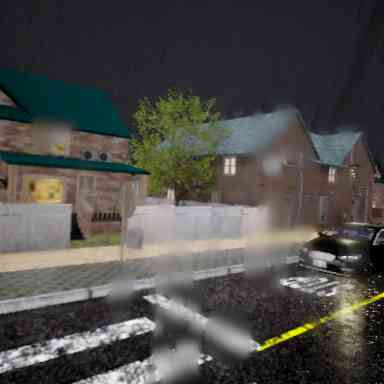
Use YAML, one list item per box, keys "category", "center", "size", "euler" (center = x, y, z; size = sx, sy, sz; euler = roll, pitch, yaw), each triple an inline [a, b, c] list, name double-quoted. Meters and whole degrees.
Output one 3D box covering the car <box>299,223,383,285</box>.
- category: "car"
  center: [5.284, 1.750, 10.498]
  size: [4.902, 1.511, 2.128]
  euler: [3, 0, -41]
